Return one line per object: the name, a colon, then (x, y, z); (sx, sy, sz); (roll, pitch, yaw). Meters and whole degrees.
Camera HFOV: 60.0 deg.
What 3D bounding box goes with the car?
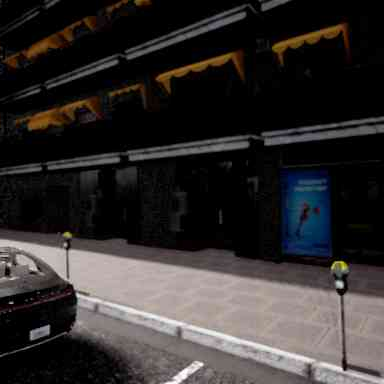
car: (-3.729, 1.587, 5.550); (4.403, 1.369, 2.008); (0, -1, 36)
